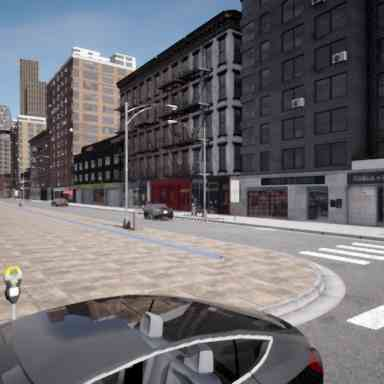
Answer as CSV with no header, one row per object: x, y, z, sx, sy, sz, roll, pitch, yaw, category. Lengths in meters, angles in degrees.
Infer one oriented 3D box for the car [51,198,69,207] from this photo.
-21.907,1.701,54.964,2.033,1.411,5.357,0,0,-34,car

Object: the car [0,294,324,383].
-0.899,1.566,2.173,4.313,1.339,1.947,0,0,-36,car

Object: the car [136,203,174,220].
-3.354,1.620,28.956,1.994,1.385,4.181,0,0,-35,car
